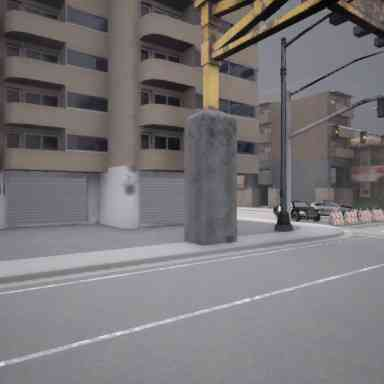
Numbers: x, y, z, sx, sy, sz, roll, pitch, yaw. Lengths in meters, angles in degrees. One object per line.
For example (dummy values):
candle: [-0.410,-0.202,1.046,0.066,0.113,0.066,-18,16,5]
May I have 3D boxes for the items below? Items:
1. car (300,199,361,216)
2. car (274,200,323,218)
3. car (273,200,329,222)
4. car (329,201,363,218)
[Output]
car: [11.872,1.295,28.562,4.536,1.218,1.853,0,0,35]
car: [8.321,1.295,26.449,1.853,1.218,4.536,0,0,-10]
car: [8.331,1.453,26.398,2.038,1.542,4.974,0,0,-10]
car: [11.915,1.453,28.533,4.974,1.542,2.038,0,0,35]
